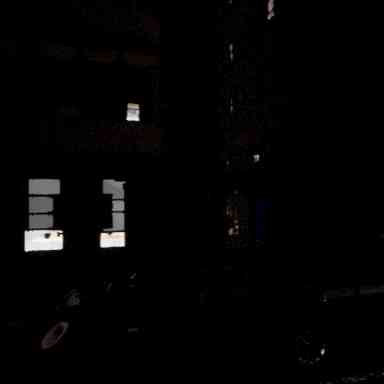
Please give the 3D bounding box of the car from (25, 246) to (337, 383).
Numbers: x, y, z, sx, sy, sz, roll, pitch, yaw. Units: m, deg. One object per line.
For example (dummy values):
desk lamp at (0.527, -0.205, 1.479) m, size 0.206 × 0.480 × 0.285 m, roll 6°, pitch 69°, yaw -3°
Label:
car at (-0.128, 1.600, 4.823) m, size 4.097 × 1.590 × 1.967 m, roll 0°, pitch -2°, yaw -17°
